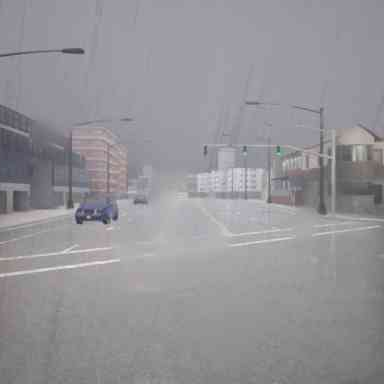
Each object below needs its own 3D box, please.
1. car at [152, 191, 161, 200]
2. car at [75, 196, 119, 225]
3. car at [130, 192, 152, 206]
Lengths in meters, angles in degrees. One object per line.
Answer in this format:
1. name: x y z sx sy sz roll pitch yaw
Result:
1. car: -8.252 0.832 75.018 2.150 2.045 5.566 0 -1 -1
2. car: -6.969 1.323 24.950 2.150 2.045 5.566 0 0 -1
3. car: -7.608 1.198 49.959 1.882 1.535 5.008 0 1 -1
